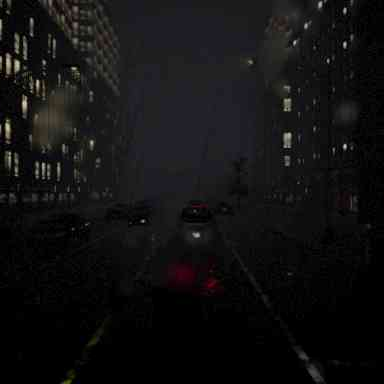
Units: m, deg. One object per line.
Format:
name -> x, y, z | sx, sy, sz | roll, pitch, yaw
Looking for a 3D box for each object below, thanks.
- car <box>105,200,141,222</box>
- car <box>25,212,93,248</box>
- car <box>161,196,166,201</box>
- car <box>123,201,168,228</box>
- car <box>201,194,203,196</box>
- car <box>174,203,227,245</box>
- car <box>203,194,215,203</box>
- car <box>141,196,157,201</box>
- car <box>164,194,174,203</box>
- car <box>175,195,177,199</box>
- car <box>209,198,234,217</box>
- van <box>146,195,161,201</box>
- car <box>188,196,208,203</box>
car -> -5.505, 1.530, 25.917 | 2.008, 1.369, 4.403 | 0, 0, 0
car -> -5.591, 1.566, 14.532 | 1.802, 1.307, 4.206 | 0, 0, 0
car -> -5.334, 1.548, 48.686 | 1.802, 1.307, 4.206 | 0, 0, 0
car -> -2.939, 1.551, 21.846 | 1.994, 1.385, 4.181 | 0, 0, 1
car -> 3.174, 1.551, 65.684 | 1.802, 1.307, 4.206 | 0, 0, 0
car -> 0.204, 1.488, 15.452 | 2.128, 1.511, 4.902 | 0, 0, 0
car -> 3.090, 1.420, 54.300 | 1.967, 1.590, 4.097 | 0, 0, 0
car -> -5.420, 1.518, 37.301 | 1.887, 1.381, 4.507 | 0, 0, 0
car -> -5.205, 1.391, 65.761 | 1.967, 1.590, 4.097 | 0, 0, 0
car -> -5.120, 1.505, 77.146 | 1.947, 1.339, 4.313 | 0, 0, 0
car -> 2.918, 1.561, 31.534 | 1.947, 1.339, 4.313 | 0, 0, 0
van -> -5.376, 1.311, 42.994 | 1.690, 1.788, 3.998 | 0, 0, 0
car -> 0.335, 1.493, 33.054 | 1.837, 1.490, 4.892 | 0, 0, 0
